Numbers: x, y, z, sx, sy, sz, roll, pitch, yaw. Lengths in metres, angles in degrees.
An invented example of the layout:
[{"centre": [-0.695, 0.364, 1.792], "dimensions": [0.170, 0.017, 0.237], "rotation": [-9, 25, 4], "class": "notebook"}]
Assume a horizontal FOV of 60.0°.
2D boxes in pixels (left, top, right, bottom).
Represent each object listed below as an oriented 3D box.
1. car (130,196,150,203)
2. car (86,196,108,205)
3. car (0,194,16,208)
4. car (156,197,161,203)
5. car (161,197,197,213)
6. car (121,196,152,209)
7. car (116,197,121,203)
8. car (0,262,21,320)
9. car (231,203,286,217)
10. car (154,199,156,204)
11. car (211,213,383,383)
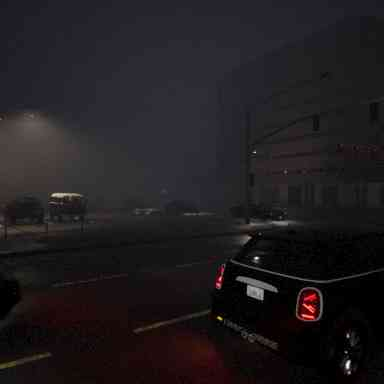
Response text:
[{"centre": [-10.943, 1.601, 69.694], "dimensions": [2.033, 1.411, 5.357], "rotation": [0, 0, -35], "class": "car"}, {"centre": [-16.592, 1.387, 59.377], "dimensions": [2.128, 1.511, 4.902], "rotation": [0, 0, -35], "class": "car"}, {"centre": [-31.741, 1.209, 56.446], "dimensions": [1.932, 1.855, 4.605], "rotation": [0, 0, -35], "class": "car"}, {"centre": [-5.434, 1.582, 61.965], "dimensions": [1.812, 1.442, 4.674], "rotation": [0, 0, -35], "class": "car"}, {"centre": [-1.303, 1.581, 37.689], "dimensions": [1.812, 1.442, 4.674], "rotation": [0, 0, -35], "class": "car"}, {"centre": [-7.748, 1.407, 46.766], "dimensions": [2.097, 1.767, 4.553], "rotation": [0, 0, -35], "class": "car"}, {"centre": [-13.980, 1.619, 67.962], "dimensions": [1.994, 1.385, 4.181], "rotation": [0, 0, -35], "class": "car"}, {"centre": [-5.135, 1.601, 4.624], "dimensions": [4.718, 1.301, 1.895], "rotation": [0, 0, -36], "class": "car"}, {"centre": [5.425, 1.603, 28.081], "dimensions": [2.033, 1.411, 5.357], "rotation": [0, 0, -33], "class": "car"}, {"centre": [-8.927, 1.581, 60.840], "dimensions": [1.812, 1.442, 4.674], "rotation": [0, 0, -36], "class": "car"}, {"centre": [2.574, 1.352, 5.637], "dimensions": [4.553, 1.767, 2.097], "rotation": [0, 0, -35], "class": "car"}]
